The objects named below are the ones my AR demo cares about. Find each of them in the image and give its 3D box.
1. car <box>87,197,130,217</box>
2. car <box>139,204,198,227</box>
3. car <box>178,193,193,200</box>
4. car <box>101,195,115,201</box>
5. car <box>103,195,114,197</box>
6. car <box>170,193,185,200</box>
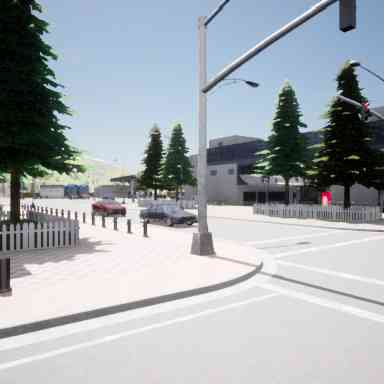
[{"bbox_3d":[-7.882,1.493,31.342,1.882,1.535,5.008,0,0,-37],"label":"car"},{"bbox_3d":[-1.790,1.563,23.252,2.033,1.411,5.357,0,0,-37],"label":"car"},{"bbox_3d":[-1.776,1.092,88.018,1.905,1.878,3.866,0,0,-37],"label":"car"},{"bbox_3d":[-20.905,1.400,82.753,1.970,1.475,3.806,0,0,-37],"label":"car"},{"bbox_3d":[-18.887,1.389,75.015,1.845,1.501,3.633,0,0,-37],"label":"car"},{"bbox_3d":[-3.866,1.113,85.958,1.932,1.855,4.605,0,0,-37],"label":"car"}]
